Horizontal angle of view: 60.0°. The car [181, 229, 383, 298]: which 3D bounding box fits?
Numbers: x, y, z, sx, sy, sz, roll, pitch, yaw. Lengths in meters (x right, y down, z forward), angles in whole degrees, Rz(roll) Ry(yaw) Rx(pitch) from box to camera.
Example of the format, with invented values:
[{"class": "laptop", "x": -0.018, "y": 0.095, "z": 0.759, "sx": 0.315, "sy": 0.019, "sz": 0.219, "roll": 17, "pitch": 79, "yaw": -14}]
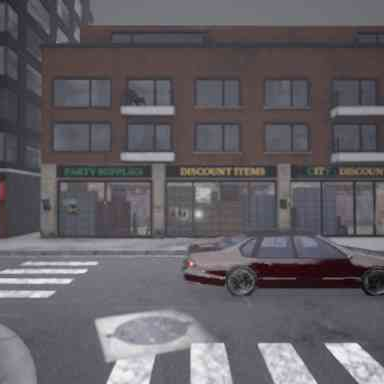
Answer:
[{"class": "car", "x": 2.412, "y": 1.632, "z": 8.159, "sx": 5.357, "sy": 1.411, "sz": 2.033, "roll": 0, "pitch": -1, "yaw": 0}]
